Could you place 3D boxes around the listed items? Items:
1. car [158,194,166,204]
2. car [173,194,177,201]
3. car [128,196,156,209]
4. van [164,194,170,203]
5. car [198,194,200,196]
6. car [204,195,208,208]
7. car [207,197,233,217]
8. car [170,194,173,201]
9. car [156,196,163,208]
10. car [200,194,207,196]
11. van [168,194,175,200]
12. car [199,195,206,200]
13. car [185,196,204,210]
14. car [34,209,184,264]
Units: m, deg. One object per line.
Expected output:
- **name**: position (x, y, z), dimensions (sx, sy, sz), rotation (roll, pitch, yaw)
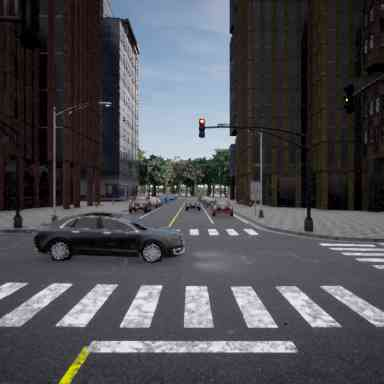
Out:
- **car**: position (-5.722, 1.537, 53.300), dimensions (1.752, 1.417, 4.829), rotation (0, 0, 0)
- **car**: position (-5.696, 1.596, 86.095), dimensions (1.947, 1.339, 4.313), rotation (0, 0, 0)
- **car**: position (-5.734, 1.320, 37.157), dimensions (2.192, 1.841, 5.009), rotation (0, 0, 0)
- **van**: position (-5.713, 1.358, 64.345), dimensions (1.690, 1.788, 3.998), rotation (0, 0, 0)
- **car**: position (0.155, 1.583, 69.774), dimensions (1.994, 1.385, 4.181), rotation (0, 0, 0)
- **car**: position (2.799, 1.560, 48.025), dimensions (2.008, 1.369, 4.403), rotation (0, 0, 0)
- **car**: position (2.787, 1.444, 31.713), dimensions (1.967, 1.590, 4.097), rotation (0, 0, 0)
- **car**: position (-5.709, 1.570, 69.783), dimensions (2.008, 1.369, 4.403), rotation (0, 0, 0)
- **car**: position (-5.726, 1.591, 48.032), dimensions (1.802, 1.307, 4.206), rotation (0, 0, 0)
- **car**: position (2.808, 1.558, 58.901), dimensions (1.887, 1.381, 4.507), rotation (0, 0, 0)
- **van**: position (-5.693, 1.376, 91.533), dimensions (1.690, 1.788, 3.998), rotation (0, 0, 0)
- **car**: position (2.833, 1.560, 91.696), dimensions (1.752, 1.417, 4.829), rotation (0, 0, 0)
- **car**: position (0.131, 1.554, 42.353), dimensions (2.033, 1.411, 5.357), rotation (0, 0, 0)
- **car**: position (-2.700, 1.480, 11.233), dimensions (4.892, 1.490, 1.837), rotation (1, 0, 0)
